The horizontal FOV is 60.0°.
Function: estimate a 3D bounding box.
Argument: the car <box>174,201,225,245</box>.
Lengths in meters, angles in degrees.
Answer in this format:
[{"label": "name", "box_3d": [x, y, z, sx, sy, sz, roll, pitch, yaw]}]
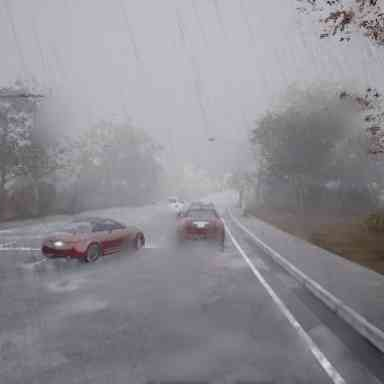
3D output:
[{"label": "car", "box_3d": [0.466, 1.508, 16.530, 2.097, 1.767, 4.553, 0, -1, 2]}]

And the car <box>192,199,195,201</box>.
[{"label": "car", "box_3d": [0.804, 2.114, 62.758, 1.812, 1.442, 4.674, 0, -1, 7]}]

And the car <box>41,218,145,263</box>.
[{"label": "car", "box_3d": [-3.562, 1.682, 12.681, 1.994, 1.385, 4.181, 0, 0, 24]}]

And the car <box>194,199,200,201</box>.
[{"label": "car", "box_3d": [1.694, 1.847, 37.792, 2.128, 1.511, 4.902, 0, -1, 4]}]

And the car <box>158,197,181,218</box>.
[{"label": "car", "box_3d": [-2.093, 1.542, 34.252, 2.150, 2.045, 5.566, 0, -1, 4]}]
